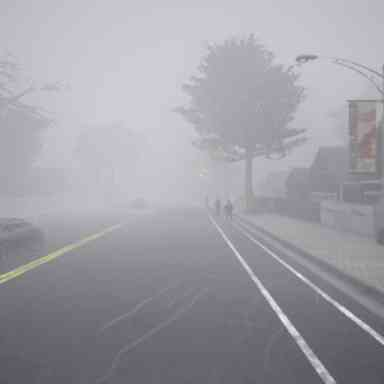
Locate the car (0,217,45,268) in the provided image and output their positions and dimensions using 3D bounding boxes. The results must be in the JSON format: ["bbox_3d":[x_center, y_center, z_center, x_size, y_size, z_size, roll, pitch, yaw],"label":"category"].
[{"bbox_3d":[-6.602,1.548,11.053,1.994,1.385,4.181,0,0,0],"label":"car"}]

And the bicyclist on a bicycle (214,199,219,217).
[{"bbox_3d":[2.247,1.411,28.980,0.582,1.620,1.656,0,0,0],"label":"bicyclist on a bicycle"}]

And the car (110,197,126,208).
[{"bbox_3d":[-9.840,1.458,45.721,1.812,1.442,4.674,0,0,0],"label":"car"}]

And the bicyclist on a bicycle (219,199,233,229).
[{"bbox_3d":[2.247,1.341,20.583,0.659,1.776,1.843,0,0,0],"label":"bicyclist on a bicycle"}]

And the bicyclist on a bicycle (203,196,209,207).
[{"bbox_3d":[2.243,1.380,48.979,0.582,1.620,1.656,0,0,0],"label":"bicyclist on a bicycle"}]

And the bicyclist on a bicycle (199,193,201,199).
[{"bbox_3d":[2.236,1.207,95.091,0.659,1.776,1.843,0,0,0],"label":"bicyclist on a bicycle"}]

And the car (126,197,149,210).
[{"bbox_3d":[-6.602,1.441,41.912,1.837,1.490,4.892,0,0,0],"label":"car"}]

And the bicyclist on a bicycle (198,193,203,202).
[{"bbox_3d":[2.240,1.329,72.067,0.866,1.612,1.509,0,0,0],"label":"bicyclist on a bicycle"}]
